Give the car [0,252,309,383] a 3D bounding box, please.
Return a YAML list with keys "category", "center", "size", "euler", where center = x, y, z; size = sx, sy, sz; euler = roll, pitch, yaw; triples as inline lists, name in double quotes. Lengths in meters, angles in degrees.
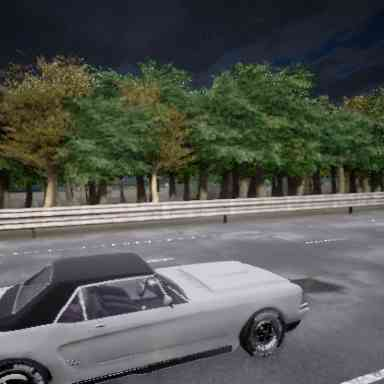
- category: "car"
  center: [-0.816, 1.535, 4.488]
  size: [4.718, 1.301, 1.895]
  euler: [-2, 1, -23]
